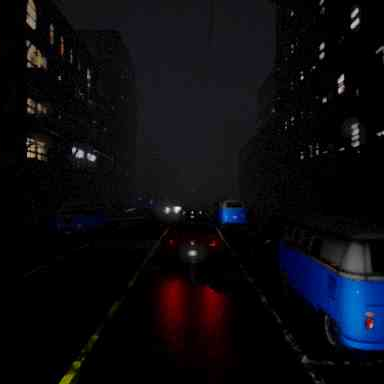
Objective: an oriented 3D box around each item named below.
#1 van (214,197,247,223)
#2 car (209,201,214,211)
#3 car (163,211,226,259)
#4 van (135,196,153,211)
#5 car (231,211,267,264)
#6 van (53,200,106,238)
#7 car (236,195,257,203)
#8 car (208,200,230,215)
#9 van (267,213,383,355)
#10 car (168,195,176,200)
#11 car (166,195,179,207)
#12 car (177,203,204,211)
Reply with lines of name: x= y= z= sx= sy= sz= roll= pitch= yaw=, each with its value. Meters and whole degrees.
van: x=2.700 y=1.343 z=22.887 sx=1.690 sy=1.788 sz=3.998 roll=0 pitch=0 yaw=0
car: x=2.699 y=1.570 z=28.549 sx=1.947 sy=1.339 sz=4.313 roll=0 pitch=0 yaw=0
car: x=0.040 y=1.600 z=12.506 sx=1.895 sy=1.301 sz=4.718 roll=0 pitch=0 yaw=1
van: x=-5.679 y=1.353 z=39.873 sx=1.690 sy=1.788 sz=3.998 roll=0 pitch=0 yaw=0
car: x=2.696 y=1.565 z=11.562 sx=1.947 sy=1.339 sz=4.313 roll=0 pitch=0 yaw=0
van: x=-5.682 y=1.341 z=17.226 sx=1.690 sy=1.788 sz=3.998 roll=0 pitch=0 yaw=0
car: x=13.480 y=1.669 z=82.598 sx=5.009 sy=1.841 sz=2.192 roll=1 pitch=-1 yaw=-1
car: x=2.700 y=1.574 z=34.212 sx=1.947 sy=1.339 sz=4.313 roll=0 pitch=0 yaw=0
van: x=2.697 y=1.340 z=5.901 sx=1.690 sy=1.788 sz=3.998 roll=0 pitch=0 yaw=0
car: x=-5.671 y=1.663 z=94.923 sx=1.947 sy=1.339 sz=4.313 roll=0 pitch=0 yaw=0
car: x=-3.069 y=1.625 z=52.968 sx=1.895 sy=1.301 sz=4.718 roll=0 pitch=0 yaw=0
car: x=0.044 y=1.605 z=27.509 sx=1.895 sy=1.301 sz=4.718 roll=0 pitch=0 yaw=1
